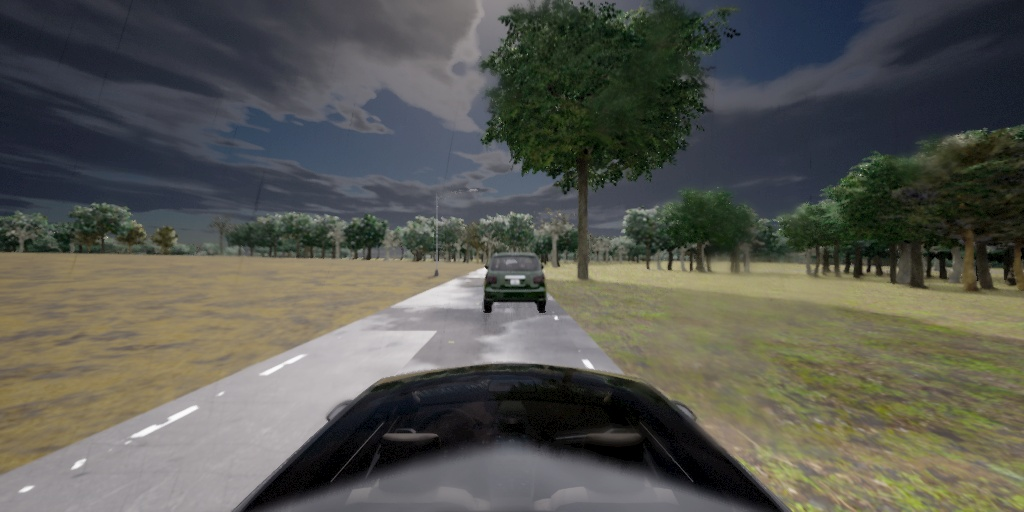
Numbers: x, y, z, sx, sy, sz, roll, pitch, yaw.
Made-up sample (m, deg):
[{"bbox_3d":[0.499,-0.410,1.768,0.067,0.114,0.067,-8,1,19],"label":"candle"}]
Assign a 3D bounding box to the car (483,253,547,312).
[{"bbox_3d":[0.100,0.898,13.997,2.150,2.045,5.566,0,0,0],"label":"car"}]
